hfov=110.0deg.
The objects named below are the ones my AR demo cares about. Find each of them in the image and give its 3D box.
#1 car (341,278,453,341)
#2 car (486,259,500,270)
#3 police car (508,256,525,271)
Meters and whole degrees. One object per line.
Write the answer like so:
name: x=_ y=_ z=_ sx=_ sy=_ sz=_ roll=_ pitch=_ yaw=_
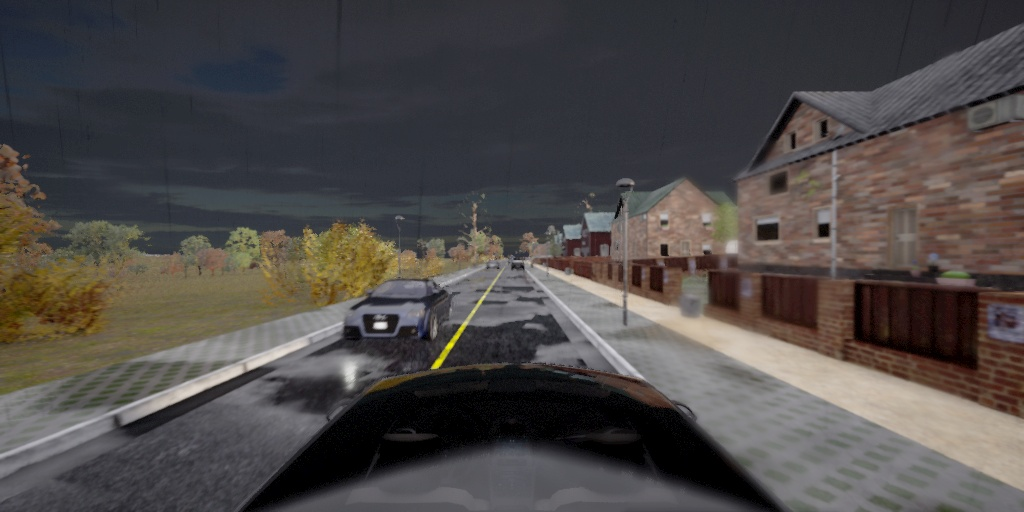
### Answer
car: x=-2.851 y=1.314 z=9.764 sx=1.994 sy=1.385 sz=4.181 roll=0 pitch=0 yaw=0
car: x=-2.811 y=1.269 z=53.315 sx=2.128 sy=1.511 sz=4.902 roll=0 pitch=0 yaw=0
police car: x=0.819 y=1.200 z=50.614 sx=1.930 sy=1.638 sz=5.238 roll=0 pitch=0 yaw=0
